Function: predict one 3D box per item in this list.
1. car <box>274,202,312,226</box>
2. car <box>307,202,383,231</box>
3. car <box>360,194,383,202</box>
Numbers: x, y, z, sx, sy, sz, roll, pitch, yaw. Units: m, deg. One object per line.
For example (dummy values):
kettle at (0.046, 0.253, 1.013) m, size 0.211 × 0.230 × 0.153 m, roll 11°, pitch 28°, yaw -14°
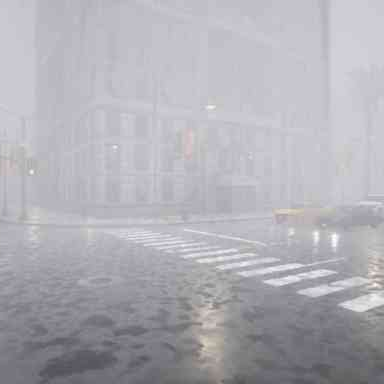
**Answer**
car at (8.027, 1.478, 23.842) m, size 5.008 × 1.535 × 1.882 m, roll 0°, pitch 0°, yaw -34°
car at (9.953, 1.547, 20.924) m, size 5.357 × 1.411 × 2.033 m, roll 0°, pitch 0°, yaw -34°
car at (16.513, 1.221, 29.463) m, size 5.566 × 2.045 × 2.150 m, roll 0°, pitch 0°, yaw -33°
